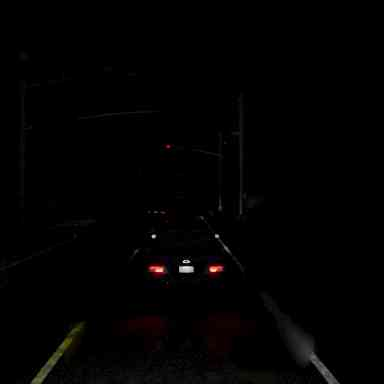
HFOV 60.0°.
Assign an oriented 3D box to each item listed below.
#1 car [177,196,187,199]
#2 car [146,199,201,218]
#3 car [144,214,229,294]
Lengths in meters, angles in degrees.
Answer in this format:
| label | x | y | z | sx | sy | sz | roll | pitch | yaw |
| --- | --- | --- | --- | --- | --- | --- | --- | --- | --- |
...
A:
| label | x | y | z | sx | sy | sz | roll | pitch | yaw |
| --- | --- | --- | --- | --- | --- | --- | --- | --- | --- |
| car | -1.982 | 1.525 | 63.433 | 1.812 | 1.442 | 4.674 | 0 | 0 | -2 |
| car | -1.349 | 1.544 | 26.690 | 2.033 | 1.411 | 5.357 | 0 | 0 | 33 |
| car | -0.175 | 1.547 | 8.963 | 2.033 | 1.411 | 5.357 | 0 | 0 | -1 |
